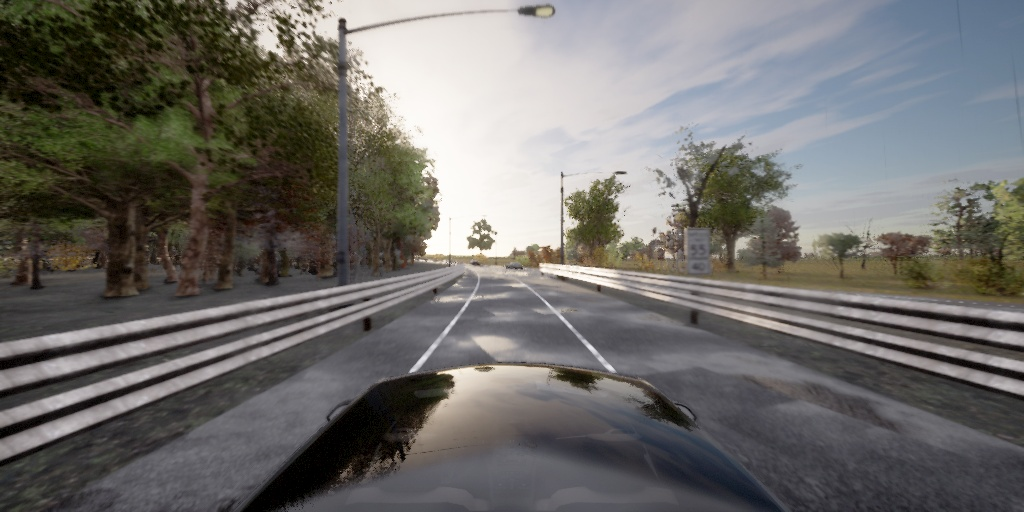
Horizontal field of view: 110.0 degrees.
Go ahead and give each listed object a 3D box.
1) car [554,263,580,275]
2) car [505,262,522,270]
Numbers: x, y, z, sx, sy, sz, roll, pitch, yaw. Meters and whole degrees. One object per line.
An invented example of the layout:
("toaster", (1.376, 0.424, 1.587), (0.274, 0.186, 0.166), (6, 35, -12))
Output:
("car", (6.866, 1.624, 44.712), (2.128, 1.511, 4.902), (0, 0, -19))
("car", (0.291, 1.730, 63.555), (1.994, 1.385, 4.181), (1, -1, -19))
